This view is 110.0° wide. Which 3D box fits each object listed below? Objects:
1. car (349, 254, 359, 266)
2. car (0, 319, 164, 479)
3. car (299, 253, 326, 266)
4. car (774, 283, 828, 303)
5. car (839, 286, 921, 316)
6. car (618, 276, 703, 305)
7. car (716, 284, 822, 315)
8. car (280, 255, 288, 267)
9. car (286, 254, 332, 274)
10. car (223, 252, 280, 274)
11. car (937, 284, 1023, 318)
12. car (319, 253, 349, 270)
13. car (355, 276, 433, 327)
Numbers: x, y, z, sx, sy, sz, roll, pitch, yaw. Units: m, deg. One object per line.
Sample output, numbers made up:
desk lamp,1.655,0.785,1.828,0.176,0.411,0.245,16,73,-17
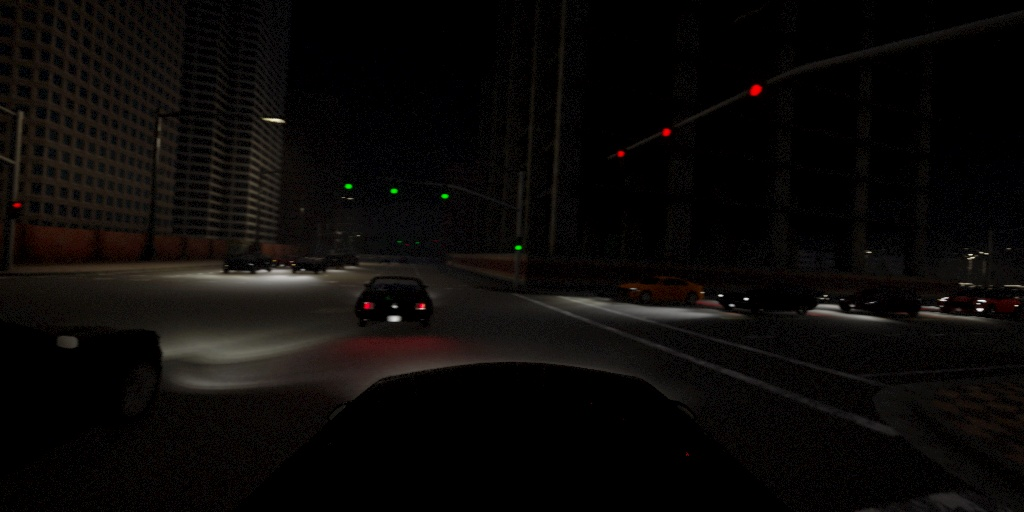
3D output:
car,-22.194,0.448,48.771,2.097,1.767,4.553,3,-1,-16
car,-4.419,0.995,2.085,1.882,1.535,5.008,3,0,-17
car,-24.657,0.443,44.568,1.812,1.442,4.674,3,-1,-15
car,17.898,2.496,23.414,5.357,1.411,2.033,3,-1,-17
car,21.355,2.629,20.782,4.674,1.442,1.812,3,-1,-17
car,8.513,1.894,20.618,5.008,1.535,1.882,3,-1,-17
car,12.944,2.227,18.286,4.718,1.301,1.895,3,-1,-17
car,-22.180,0.552,35.827,1.895,1.301,4.718,3,-1,-16
car,-16.900,0.769,30.128,1.895,1.301,4.718,3,-1,-16
car,-19.581,0.466,26.853,1.882,1.535,5.008,3,-1,-16
car,30.758,2.988,23.580,4.553,1.767,2.097,3,-1,-16
car,-19.440,0.638,38.988,1.837,1.490,4.892,3,-1,-16
car,-3.579,1.265,11.066,1.895,1.301,4.718,3,-1,-17
